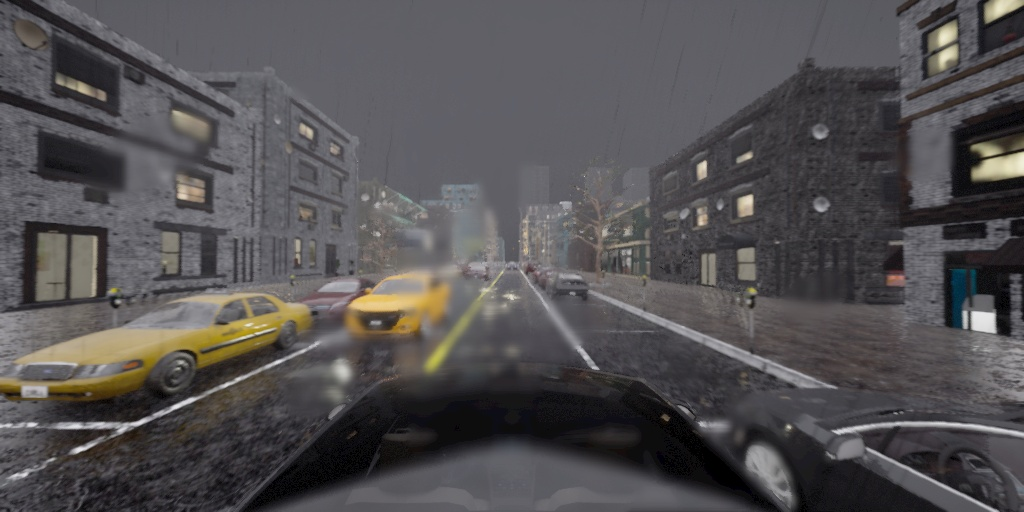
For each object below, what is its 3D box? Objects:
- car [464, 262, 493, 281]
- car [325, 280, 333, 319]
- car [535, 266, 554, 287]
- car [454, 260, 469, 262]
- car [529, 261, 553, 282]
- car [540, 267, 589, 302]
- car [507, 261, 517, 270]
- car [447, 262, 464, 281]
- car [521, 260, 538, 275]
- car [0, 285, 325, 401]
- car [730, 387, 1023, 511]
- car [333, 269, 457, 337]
[{"bbox_3d":[-3.047,1.546,33.352,1.812,1.442,4.674,0,-1,1],"label":"car"},{"bbox_3d":[-5.689,1.423,12.380,1.802,1.307,4.207,0,0,0],"label":"car"},{"bbox_3d":[2.692,1.518,23.444,1.802,1.307,4.207,0,0,0],"label":"car"},{"bbox_3d":[-5.688,1.394,40.045,2.192,1.841,5.009,0,0,0],"label":"car"},{"bbox_3d":[2.692,1.423,28.977,1.967,1.591,4.097,0,0,0],"label":"car"},{"bbox_3d":[2.691,1.439,17.911,2.007,1.370,4.403,0,0,0],"label":"car"},{"bbox_3d":[0.004,1.892,63.964,1.895,1.301,4.718,0,-1,0],"label":"car"},{"bbox_3d":[-5.688,1.556,34.341,1.751,1.417,4.829,0,0,0],"label":"car"},{"bbox_3d":[2.694,1.443,45.575,2.192,1.841,5.009,0,0,0],"label":"car"},{"bbox_3d":[-5.689,1.319,6.677,1.751,1.417,4.829,0,0,0],"label":"car"},{"bbox_3d":[2.690,1.297,1.312,2.007,1.370,4.403,0,0,0],"label":"car"},{"bbox_3d":[-3.088,1.305,10.729,1.882,1.535,5.008,0,-1,0],"label":"car"}]
